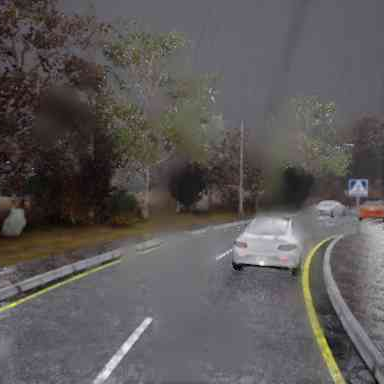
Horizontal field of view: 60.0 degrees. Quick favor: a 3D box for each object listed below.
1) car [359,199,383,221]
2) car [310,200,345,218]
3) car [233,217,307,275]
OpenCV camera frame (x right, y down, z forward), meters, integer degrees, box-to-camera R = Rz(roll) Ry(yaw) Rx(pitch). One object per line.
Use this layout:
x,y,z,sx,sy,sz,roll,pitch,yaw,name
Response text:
15.066,1.368,26.720,2.097,1.767,4.553,1,0,42,car
12.206,1.495,29.700,1.812,1.442,4.674,1,0,42,car
2.549,1.508,10.459,1.812,1.442,4.674,0,0,20,car
